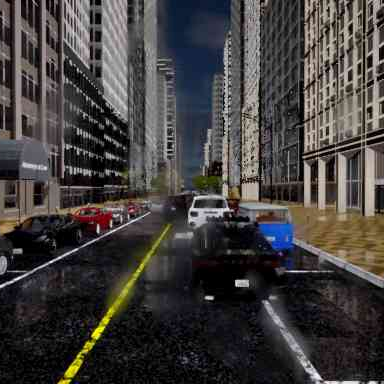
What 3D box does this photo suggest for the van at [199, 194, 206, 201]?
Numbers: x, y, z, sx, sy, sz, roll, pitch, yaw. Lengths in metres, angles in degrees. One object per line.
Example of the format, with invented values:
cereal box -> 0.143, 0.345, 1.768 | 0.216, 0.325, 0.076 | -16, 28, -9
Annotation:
van -> 2.606, 1.317, 86.946 | 1.690, 1.788, 3.998 | -1, 0, 0

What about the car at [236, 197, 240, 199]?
car -> 2.658, 1.309, 24.425 | 2.192, 1.841, 5.009 | -1, 0, 0

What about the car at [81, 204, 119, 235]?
car -> -5.715, 1.540, 18.735 | 1.887, 1.381, 4.507 | -1, 0, 0

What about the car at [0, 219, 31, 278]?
car -> -5.706, 1.549, 7.367 | 2.008, 1.369, 4.403 | -1, 0, 0

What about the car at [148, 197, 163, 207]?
car -> -5.744, 1.538, 52.836 | 2.008, 1.369, 4.403 | -1, 0, 0

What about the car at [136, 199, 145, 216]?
car -> -5.725, 1.575, 30.102 | 1.802, 1.307, 4.206 | -1, 0, 0

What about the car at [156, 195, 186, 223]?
car -> -0.165, 1.214, 24.787 | 2.150, 2.045, 5.566 | -1, 0, 24

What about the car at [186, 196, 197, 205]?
car -> -0.052, 1.511, 59.413 | 1.812, 1.442, 4.674 | 0, 0, 0

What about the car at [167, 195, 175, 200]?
car -> -5.777, 1.539, 92.622 | 1.947, 1.339, 4.313 | -1, 0, 0

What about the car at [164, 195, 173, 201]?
car -> -5.767, 1.503, 81.085 | 1.752, 1.417, 4.829 | -1, 0, 0

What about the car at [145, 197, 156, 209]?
car -> -5.735, 1.541, 41.469 | 2.008, 1.369, 4.403 | -1, 0, 0

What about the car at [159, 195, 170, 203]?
car -> -5.759, 1.422, 69.887 | 1.967, 1.590, 4.097 | -1, 0, 0

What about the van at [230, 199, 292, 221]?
van -> 2.668, 1.338, 13.058 | 1.690, 1.788, 3.998 | -1, 0, 0

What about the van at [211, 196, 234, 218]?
van -> 2.654, 1.334, 30.109 | 1.690, 1.788, 3.998 | -1, 0, 0

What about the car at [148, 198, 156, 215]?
car -> -3.028, 1.593, 34.059 | 1.895, 1.301, 4.718 | 0, 0, 0

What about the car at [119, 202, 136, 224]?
car -> -5.721, 1.545, 24.418 | 2.008, 1.369, 4.403 | -1, 0, 0

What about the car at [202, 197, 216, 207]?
car -> 2.637, 1.538, 52.843 | 2.008, 1.369, 4.403 | -1, 0, 0

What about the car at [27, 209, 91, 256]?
car -> -5.710, 1.563, 13.051 | 1.947, 1.339, 4.313 | -1, 0, 0

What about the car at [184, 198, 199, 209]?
car -> -0.027, 1.553, 45.684 | 1.994, 1.385, 4.181 | 0, 0, 1

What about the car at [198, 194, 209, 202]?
car -> 2.615, 1.295, 75.578 | 2.192, 1.841, 5.009 | -1, 0, 0

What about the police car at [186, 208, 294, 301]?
police car -> 0.891, 1.423, 8.513 | 1.930, 1.638, 5.238 | 0, 0, 0

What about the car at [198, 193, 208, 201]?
car -> 2.611, 1.293, 81.262 | 2.192, 1.841, 5.009 | -1, 0, 0

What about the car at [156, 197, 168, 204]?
car -> -5.753, 1.565, 64.204 | 1.802, 1.307, 4.206 | -1, 0, 0

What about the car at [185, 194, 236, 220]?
car -> 0.883, 1.220, 18.434 | 2.150, 2.045, 5.566 | 0, 0, 0
